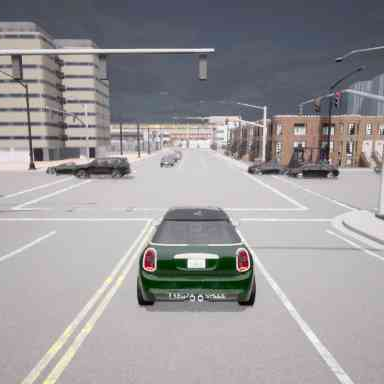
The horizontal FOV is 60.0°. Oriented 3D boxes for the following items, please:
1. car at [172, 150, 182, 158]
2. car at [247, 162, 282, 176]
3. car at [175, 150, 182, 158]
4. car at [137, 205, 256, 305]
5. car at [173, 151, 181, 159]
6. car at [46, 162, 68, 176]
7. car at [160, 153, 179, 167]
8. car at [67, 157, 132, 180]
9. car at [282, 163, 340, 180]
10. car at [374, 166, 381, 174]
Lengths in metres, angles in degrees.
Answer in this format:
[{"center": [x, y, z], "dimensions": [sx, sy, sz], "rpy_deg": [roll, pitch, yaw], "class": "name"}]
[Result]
[{"center": [-3.399, -8.952, 77.564], "dimensions": [2.097, 1.767, 4.553], "rpy_deg": [0, 9, 0], "class": "car"}, {"center": [8.125, -2.506, 35.835], "dimensions": [4.181, 1.385, 1.994], "rpy_deg": [0, 9, 0], "class": "car"}, {"center": [-3.423, -7.278, 67.515], "dimensions": [1.812, 1.442, 4.674], "rpy_deg": [0, 9, 1], "class": "car"}, {"center": [0.085, 1.073, 7.685], "dimensions": [2.097, 1.767, 4.553], "rpy_deg": [0, 4, 0], "class": "car"}, {"center": [-3.504, -5.937, 58.220], "dimensions": [1.882, 1.535, 5.008], "rpy_deg": [0, 9, 0], "class": "car"}, {"center": [-13.465, -2.516, 35.931], "dimensions": [4.181, 1.385, 1.994], "rpy_deg": [0, 9, 0], "class": "car"}, {"center": [-3.549, -4.527, 48.883], "dimensions": [2.128, 1.511, 4.902], "rpy_deg": [0, 9, 1], "class": "car"}, {"center": [-8.702, -2.335, 32.397], "dimensions": [5.566, 2.045, 2.150], "rpy_deg": [0, 9, 0], "class": "car"}, {"center": [11.721, -2.039, 32.309], "dimensions": [4.892, 1.490, 1.837], "rpy_deg": [0, 8, -1], "class": "car"}, {"center": [22.107, -2.536, 35.763], "dimensions": [4.674, 1.442, 1.812], "rpy_deg": [0, 9, 0], "class": "car"}]
